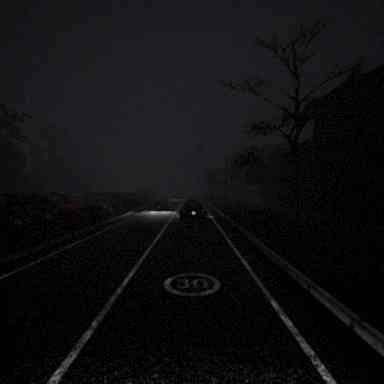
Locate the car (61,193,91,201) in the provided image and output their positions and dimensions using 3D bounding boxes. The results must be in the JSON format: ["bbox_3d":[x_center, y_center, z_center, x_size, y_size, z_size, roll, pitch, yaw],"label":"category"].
[{"bbox_3d":[-22.039,0.979,63.483,5.008,1.535,2.097,0,1,0],"label":"car"}]

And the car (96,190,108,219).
[{"bbox_3d":[-8.884,1.088,22.252,5.566,2.045,2.435,0,0,0],"label":"car"}]

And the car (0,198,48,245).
[{"bbox_3d":[-8.873,1.264,13.843,4.553,1.767,2.185,0,0,0],"label":"car"}]

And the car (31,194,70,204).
[{"bbox_3d":[-22.207,1.122,52.378,5.366,1.575,1.946,0,1,0],"label":"car"}]

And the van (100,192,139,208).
[{"bbox_3d":[-9.049,0.997,41.873,4.442,1.987,1.878,0,0,0],"label":"van"}]

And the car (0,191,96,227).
[{"bbox_3d":[-8.881,1.105,19.449,5.566,2.045,2.435,0,0,0],"label":"car"}]

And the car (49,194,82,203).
[{"bbox_3d":[-22.022,1.057,57.933,4.892,1.521,2.231,0,1,0],"label":"car"}]

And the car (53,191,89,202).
[{"bbox_3d":[-22.002,0.766,60.704,5.566,2.045,2.435,0,1,0],"label":"car"}]

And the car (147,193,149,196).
[{"bbox_3d":[-8.935,1.216,47.486,4.674,1.452,2.002,0,0,0],"label":"car"}]

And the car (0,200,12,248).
[{"bbox_3d":[-8.932,1.281,11.040,4.553,1.767,2.185,0,0,0],"label":"car"}]

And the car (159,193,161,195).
[{"bbox_3d":[-8.958,1.007,64.311,4.674,1.452,2.002,0,1,0],"label":"car"}]

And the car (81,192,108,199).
[{"bbox_3d":[-21.859,0.823,74.584,5.366,1.575,1.946,0,1,0],"label":"car"}]

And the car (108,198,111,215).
[{"bbox_3d":[-8.913,1.363,25.057,4.674,1.452,2.002,0,0,0],"label":"car"}]

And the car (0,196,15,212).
[{"bbox_3d":[-22.192,1.258,35.721,5.366,1.575,1.946,0,0,0],"label":"car"}]

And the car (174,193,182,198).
[{"bbox_3d":[-3.222,0.817,77.566,1.895,1.301,4.718,0,1,0],"label":"car"}]

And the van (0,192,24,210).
[{"bbox_3d":[-22.125,1.018,38.494,4.442,1.987,1.878,0,0,0],"label":"van"}]

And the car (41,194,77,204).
[{"bbox_3d":[-22.020,1.091,55.155,5.008,1.535,2.097,0,1,0],"label":"car"}]

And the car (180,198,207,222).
[{"bbox_3d":[0.109,1.408,24.940,1.994,1.385,4.181,0,0,0],"label":"car"}]

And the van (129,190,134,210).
[{"bbox_3d":[-9.043,1.031,36.268,4.442,1.987,1.878,0,0,0],"label":"van"}]

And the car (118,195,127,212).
[{"bbox_3d":[-8.915,1.291,30.663,4.892,1.521,2.231,0,0,0],"label":"car"}]

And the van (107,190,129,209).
[{"bbox_3d":[-9.041,1.047,33.465,4.442,1.987,1.878,0,0,0],"label":"van"}]

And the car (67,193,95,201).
[{"bbox_3d":[-22.042,0.941,66.258,5.008,1.535,2.097,0,1,0],"label":"car"}]

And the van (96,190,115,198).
[{"bbox_3d":[-22.173,0.447,85.682,4.442,1.987,1.878,0,1,0],"label":"van"}]

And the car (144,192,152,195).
[{"bbox_3d":[-8.970,1.179,50.293,4.792,1.488,2.163,0,1,0],"label":"car"}]

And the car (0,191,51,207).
[{"bbox_3d":[-21.986,0.955,44.047,5.566,2.045,2.435,0,0,0],"label":"car"}]

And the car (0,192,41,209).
[{"bbox_3d":[-22.040,0.976,41.270,5.566,2.045,2.435,0,0,0],"label":"car"}]

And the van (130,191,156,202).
[{"bbox_3d":[-9.069,0.780,61.504,4.442,1.987,1.878,0,1,0],"label":"van"}]

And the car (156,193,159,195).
[{"bbox_3d":[-8.944,1.044,58.704,5.008,1.535,2.097,0,1,0],"label":"car"}]

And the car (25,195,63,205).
[{"bbox_3d":[-21.990,1.188,49.607,4.792,1.488,2.163,0,0,0],"label":"car"}]

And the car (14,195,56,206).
[{"bbox_3d":[-22.046,1.212,46.824,4.792,1.488,2.163,0,0,0],"label":"car"}]

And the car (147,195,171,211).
[{"bbox_3d":[-3.331,1.329,35.835,1.994,1.385,4.181,0,0,0],"label":"car"}]

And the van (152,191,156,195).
[{"bbox_3d":[-8.830,0.856,55.895,4.442,1.987,1.878,0,1,0],"label":"van"}]

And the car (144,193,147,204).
[{"bbox_3d":[-8.941,1.201,44.682,4.892,1.521,2.231,0,0,0],"label":"car"}]

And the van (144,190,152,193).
[{"bbox_3d":[-9.060,0.890,53.093,4.442,1.987,1.878,0,1,0],"label":"van"}]

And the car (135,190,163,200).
[{"bbox_3d":[-8.932,0.638,69.913,5.566,2.045,2.435,0,1,0],"label":"car"}]

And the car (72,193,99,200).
[{"bbox_3d":[-22.046,0.904,69.034,4.892,1.521,2.231,0,1,0],"label":"car"}]

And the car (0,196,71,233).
[{"bbox_3d":[-8.876,1.247,16.646,4.553,1.767,2.185,0,0,0],"label":"car"}]

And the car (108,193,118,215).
[{"bbox_3d":[-8.949,1.181,27.859,4.553,1.767,2.185,0,0,0],"label":"car"}]

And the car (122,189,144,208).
[{"bbox_3d":[-8.901,0.988,39.072,5.566,2.045,2.435,0,0,0],"label":"car"}]

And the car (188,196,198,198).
[{"bbox_3d":[0.121,1.242,41.481,1.812,1.442,4.674,0,1,0],"label":"car"}]
